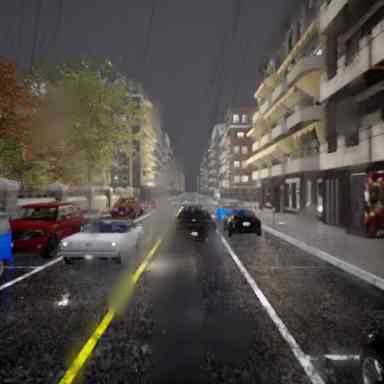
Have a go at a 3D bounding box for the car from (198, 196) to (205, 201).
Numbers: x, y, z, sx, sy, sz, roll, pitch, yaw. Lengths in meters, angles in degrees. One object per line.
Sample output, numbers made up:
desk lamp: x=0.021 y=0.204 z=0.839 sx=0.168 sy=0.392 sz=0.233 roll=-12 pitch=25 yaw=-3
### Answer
car: x=2.645 y=1.825 z=95.451 sx=1.887 sy=1.381 sz=4.507 roll=0 pitch=0 yaw=0

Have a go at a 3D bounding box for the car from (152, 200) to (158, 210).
car: x=-5.713 y=1.712 z=46.126 sx=1.802 sy=1.307 sz=4.206 roll=0 pitch=0 yaw=0

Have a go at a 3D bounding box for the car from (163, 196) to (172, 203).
car: x=-5.729 y=1.667 z=78.537 sx=1.967 sy=1.590 sz=4.097 roll=0 pitch=0 yaw=0

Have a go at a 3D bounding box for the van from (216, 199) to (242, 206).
van: x=2.675 y=1.407 z=23.991 sx=1.690 sy=1.788 sz=3.998 roll=0 pitch=0 yaw=0

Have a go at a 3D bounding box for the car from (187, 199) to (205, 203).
car: x=0.084 y=1.697 z=34.533 sx=1.895 sy=1.301 sz=4.718 roll=0 pitch=0 yaw=0

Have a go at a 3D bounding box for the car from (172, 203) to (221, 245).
car: x=0.095 y=1.520 z=15.721 sx=1.882 sy=1.535 sz=5.008 roll=0 pitch=0 yaw=0

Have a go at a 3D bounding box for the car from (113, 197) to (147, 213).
car: x=-5.708 y=1.396 z=29.522 sx=2.192 sy=1.841 sz=5.009 roll=0 pitch=0 yaw=0

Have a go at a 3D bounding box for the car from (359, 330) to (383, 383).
car: x=2.686 y=1.572 z=1.849 sx=1.947 sy=1.339 sz=4.313 roll=0 pitch=0 yaw=0

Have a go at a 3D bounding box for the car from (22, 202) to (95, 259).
car: x=-5.701 y=1.349 z=12.916 sx=2.192 sy=1.841 sz=5.009 roll=0 pitch=0 yaw=0

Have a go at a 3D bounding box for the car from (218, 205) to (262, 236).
car: x=2.679 y=1.617 z=18.455 sx=1.947 sy=1.339 sz=4.313 roll=0 pitch=0 yaw=0

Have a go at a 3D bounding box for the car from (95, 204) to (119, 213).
car: x=-5.701 y=1.601 z=18.450 sx=2.008 sy=1.369 sz=4.403 roll=0 pitch=0 yaw=0

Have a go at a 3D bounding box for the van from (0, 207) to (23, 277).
van: x=-5.698 y=1.361 z=7.380 sx=1.690 sy=1.788 sz=3.998 roll=0 pitch=0 yaw=0

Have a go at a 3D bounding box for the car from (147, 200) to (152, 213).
car: x=-5.708 y=1.663 z=35.056 sx=1.947 sy=1.339 sz=4.313 roll=0 pitch=0 yaw=0

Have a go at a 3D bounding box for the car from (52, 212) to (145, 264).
car: x=-3.029 y=1.633 z=12.033 sx=1.895 sy=1.301 sz=4.718 roll=0 pitch=0 yaw=1

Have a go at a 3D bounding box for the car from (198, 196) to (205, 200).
car: x=2.647 y=1.814 z=89.813 sx=2.008 sy=1.369 sz=4.403 roll=0 pitch=0 yaw=0
